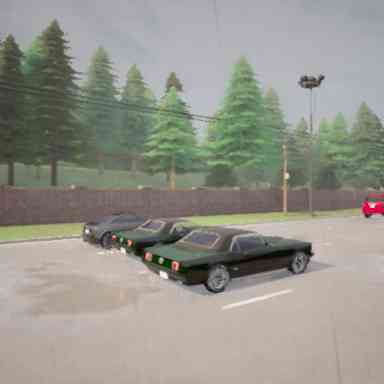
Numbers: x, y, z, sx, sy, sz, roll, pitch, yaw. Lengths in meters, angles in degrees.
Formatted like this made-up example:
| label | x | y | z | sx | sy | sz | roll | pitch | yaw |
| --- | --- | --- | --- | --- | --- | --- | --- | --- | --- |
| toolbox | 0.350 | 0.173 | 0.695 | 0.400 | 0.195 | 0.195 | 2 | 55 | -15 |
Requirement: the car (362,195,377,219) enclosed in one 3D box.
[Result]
| label | x | y | z | sx | sy | sz | roll | pitch | yaw |
| --- | --- | --- | --- | --- | --- | --- | --- | --- | --- |
| car | 16.898 | 1.256 | 28.686 | 5.566 | 2.045 | 2.150 | 0 | 0 | -35 |

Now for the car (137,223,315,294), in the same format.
| label | x | y | z | sx | sy | sz | roll | pitch | yaw |
| --- | --- | --- | --- | --- | --- | --- | --- | --- | --- |
| car | 1.172 | 1.608 | 8.879 | 4.718 | 1.301 | 1.895 | 0 | 0 | -35 |

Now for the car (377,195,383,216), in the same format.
| label | x | y | z | sx | sy | sz | roll | pitch | yaw |
| --- | --- | --- | --- | --- | --- | --- | --- | --- | --- |
| car | 15.843 | 1.252 | 23.643 | 5.566 | 2.045 | 2.150 | 0 | 0 | -35 |

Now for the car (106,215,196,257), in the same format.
| label | x | y | z | sx | sy | sz | roll | pitch | yaw |
| --- | --- | --- | --- | --- | --- | --- | --- | --- | --- |
| car | -0.401 | 1.609 | 12.055 | 4.718 | 1.301 | 1.895 | 0 | 0 | -35 |

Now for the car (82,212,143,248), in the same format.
| label | x | y | z | sx | sy | sz | roll | pitch | yaw |
| --- | --- | --- | --- | --- | --- | --- | --- | --- | --- |
| car | -2.649 | 1.573 | 14.752 | 4.181 | 1.385 | 1.994 | 0 | 0 | -35 |
